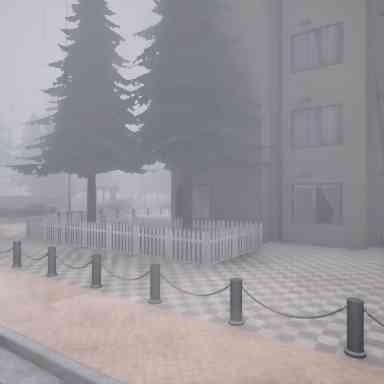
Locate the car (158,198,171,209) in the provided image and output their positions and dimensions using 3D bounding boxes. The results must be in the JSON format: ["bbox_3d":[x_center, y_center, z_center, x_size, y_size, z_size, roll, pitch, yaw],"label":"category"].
[{"bbox_3d":[-2.486,1.510,44.461,1.812,1.442,4.674,0,0,37],"label":"car"}]

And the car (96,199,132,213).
[{"bbox_3d":[-8.727,1.476,36.233,2.128,1.511,4.902,0,0,37],"label":"car"}]

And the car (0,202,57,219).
[{"bbox_3d":[-14.354,1.585,28.786,1.895,1.301,4.718,0,0,37],"label":"car"}]
